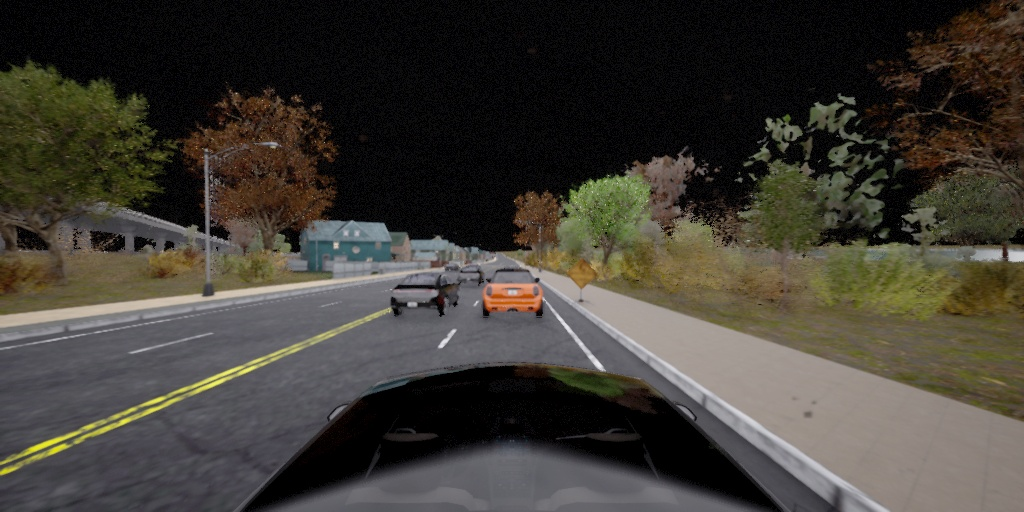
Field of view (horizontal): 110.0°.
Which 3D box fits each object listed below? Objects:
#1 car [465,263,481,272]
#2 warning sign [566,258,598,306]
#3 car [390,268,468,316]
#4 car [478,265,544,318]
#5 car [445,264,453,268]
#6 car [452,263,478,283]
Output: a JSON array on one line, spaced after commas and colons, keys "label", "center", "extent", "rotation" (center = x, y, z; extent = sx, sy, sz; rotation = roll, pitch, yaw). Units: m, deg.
[{"label": "car", "center": [-6.566, 1.919, 60.483], "extent": [2.128, 1.511, 4.902], "rotation": [0, -1, 1]}, {"label": "warning sign", "center": [2.845, 1.021, 14.826], "extent": [1.300, 1.860, 1.060], "rotation": [0, 0, 0]}, {"label": "car", "center": [-3.209, 1.388, 14.048], "extent": [2.128, 1.511, 4.902], "rotation": [0, -1, 1]}, {"label": "car", "center": [0.041, 1.247, 13.938], "extent": [2.097, 1.767, 4.553], "rotation": [0, -1, 0]}, {"label": "car", "center": [-9.815, 1.962, 59.188], "extent": [2.033, 1.411, 5.357], "rotation": [0, -1, 1]}, {"label": "car", "center": [-3.215, 1.563, 29.056], "extent": [2.128, 1.511, 4.902], "rotation": [0, -1, 0]}]
